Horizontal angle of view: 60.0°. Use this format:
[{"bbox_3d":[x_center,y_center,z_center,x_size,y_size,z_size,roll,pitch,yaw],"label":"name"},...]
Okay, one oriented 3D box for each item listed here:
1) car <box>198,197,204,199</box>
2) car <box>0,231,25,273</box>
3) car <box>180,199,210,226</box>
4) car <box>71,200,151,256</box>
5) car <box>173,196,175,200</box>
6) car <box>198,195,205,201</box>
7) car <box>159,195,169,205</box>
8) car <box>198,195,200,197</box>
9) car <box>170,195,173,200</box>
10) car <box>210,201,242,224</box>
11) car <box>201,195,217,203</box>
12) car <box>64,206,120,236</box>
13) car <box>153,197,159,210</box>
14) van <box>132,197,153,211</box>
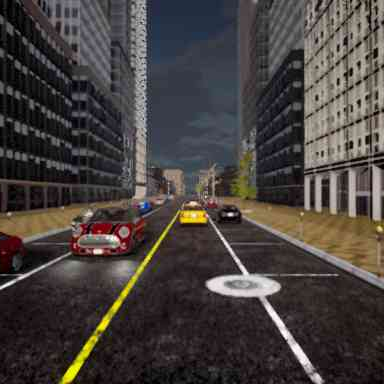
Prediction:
[{"bbox_3d":[0.095,1.626,41.215,1.994,1.385,4.181,0,0,0],"label":"car"},{"bbox_3d":[-5.688,1.596,8.148,1.802,1.307,4.206,0,0,0],"label":"car"},{"bbox_3d":[0.096,1.494,23.552,1.801,1.575,5.366,0,0,0],"label":"car"},{"bbox_3d":[-3.096,1.374,13.208,2.097,1.767,4.553,0,0,0],"label":"car"},{"bbox_3d":[-5.698,1.639,93.362,1.752,1.417,4.829,0,0,0],"label":"car"},{"bbox_3d":[2.683,1.554,93.517,1.967,1.590,4.097,0,0,0],"label":"car"},{"bbox_3d":[-5.694,1.522,59.379,1.967,1.590,4.097,0,0,0],"label":"car"},{"bbox_3d":[2.685,1.613,65.228,1.752,1.417,4.829,0,0,0],"label":"car"},{"bbox_3d":[-5.696,1.659,70.764,1.947,1.339,4.313,0,0,0],"label":"car"},{"bbox_3d":[2.690,1.606,25.215,1.947,1.339,4.313,0,0,0],"label":"car"},{"bbox_3d":[2.688,1.510,47.982,1.967,1.590,4.097,0,0,0],"label":"car"},{"bbox_3d":[-5.690,1.582,19.534,2.008,1.369,4.403,0,0,0],"label":"car"},{"bbox_3d":[-5.693,1.645,42.303,1.802,1.307,4.206,0,0,0],"label":"car"},{"bbox_3d":[-5.691,1.397,36.611,1.690,1.788,3.998,0,0,0],"label":"van"}]
